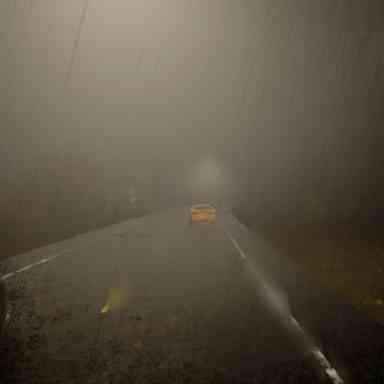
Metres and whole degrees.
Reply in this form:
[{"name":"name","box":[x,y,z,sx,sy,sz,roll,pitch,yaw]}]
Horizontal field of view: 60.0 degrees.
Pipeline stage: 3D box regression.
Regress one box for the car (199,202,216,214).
[{"name":"car","box":[1.973,1.988,41.827,1.994,1.385,4.181,0,-1,5]}]

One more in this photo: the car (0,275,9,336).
[{"name":"car","box":[-3.554,1.519,2.791,2.128,1.511,4.902,0,-1,0]}]

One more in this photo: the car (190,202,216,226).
[{"name":"car","box":[0.860,1.746,26.076,1.882,1.535,5.008,0,-1,3]}]
